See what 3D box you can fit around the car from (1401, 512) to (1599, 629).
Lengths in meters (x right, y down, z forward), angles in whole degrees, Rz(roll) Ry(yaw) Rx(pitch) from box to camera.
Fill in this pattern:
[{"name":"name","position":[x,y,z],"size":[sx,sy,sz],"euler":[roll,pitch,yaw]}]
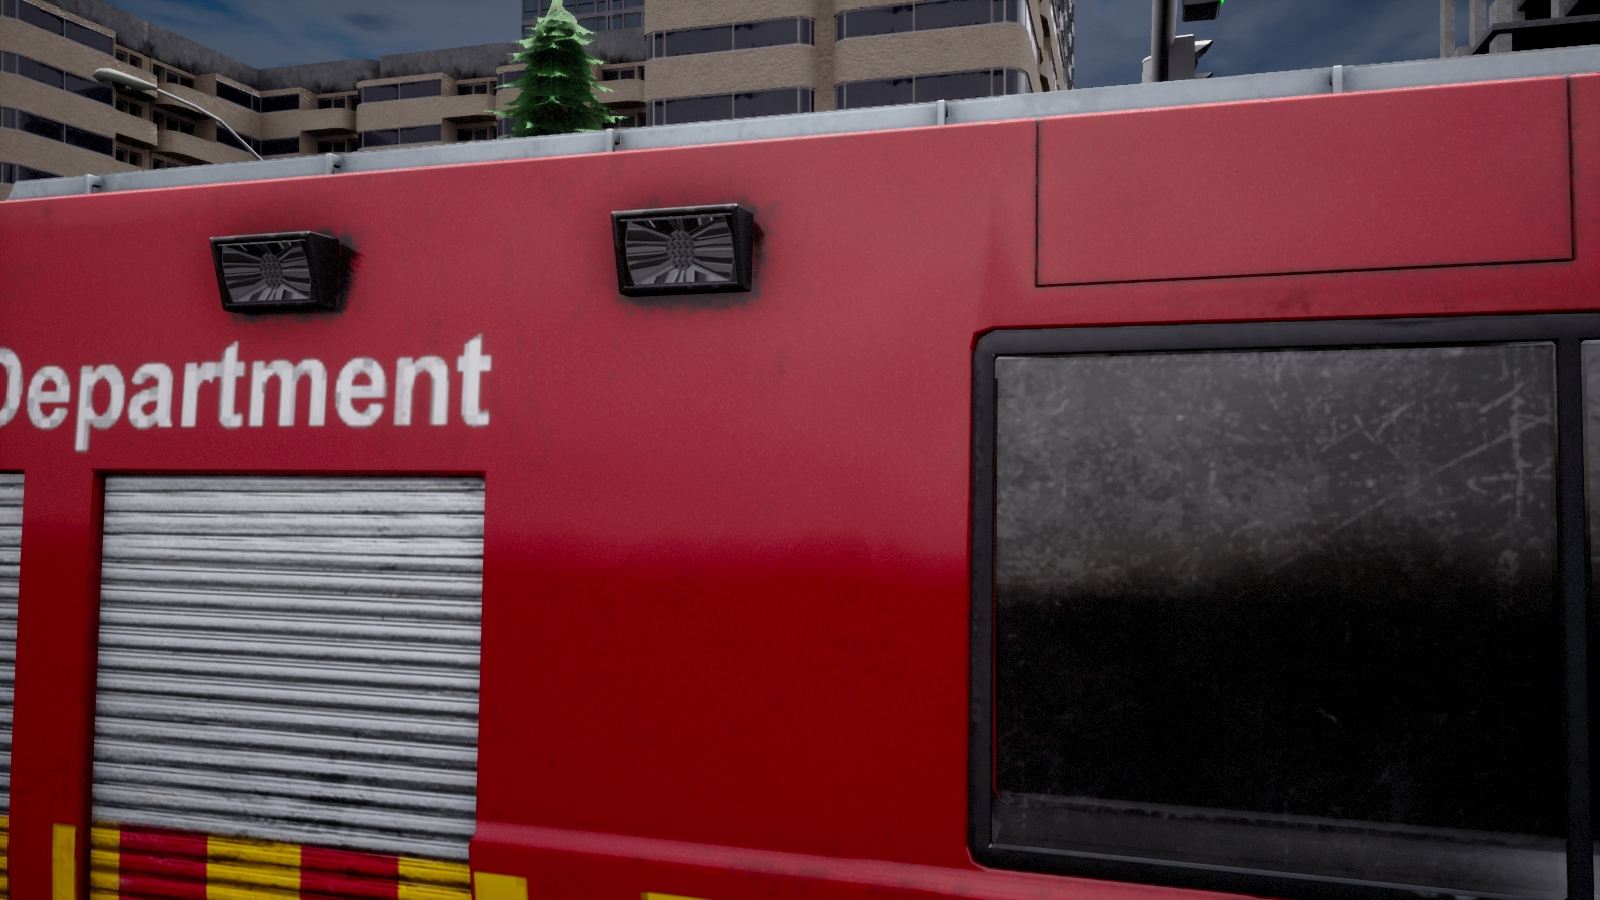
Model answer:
[{"name":"car","position":[12.484,2.037,20.491],"size":[2.038,1.542,4.974],"euler":[0,0,16]}]
